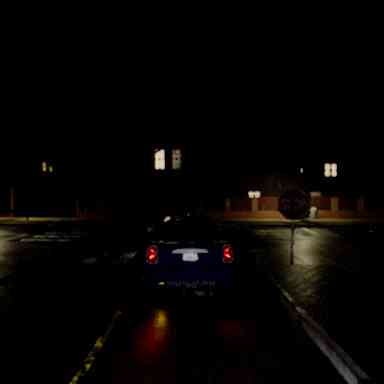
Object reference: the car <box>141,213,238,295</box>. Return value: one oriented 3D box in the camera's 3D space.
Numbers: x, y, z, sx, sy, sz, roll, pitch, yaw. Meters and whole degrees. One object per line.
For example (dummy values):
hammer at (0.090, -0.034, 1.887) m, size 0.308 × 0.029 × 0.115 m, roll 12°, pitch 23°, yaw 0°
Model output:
car at (-0.171, 1.361, 8.982) m, size 2.097 × 1.767 × 4.553 m, roll 0°, pitch 0°, yaw -4°
